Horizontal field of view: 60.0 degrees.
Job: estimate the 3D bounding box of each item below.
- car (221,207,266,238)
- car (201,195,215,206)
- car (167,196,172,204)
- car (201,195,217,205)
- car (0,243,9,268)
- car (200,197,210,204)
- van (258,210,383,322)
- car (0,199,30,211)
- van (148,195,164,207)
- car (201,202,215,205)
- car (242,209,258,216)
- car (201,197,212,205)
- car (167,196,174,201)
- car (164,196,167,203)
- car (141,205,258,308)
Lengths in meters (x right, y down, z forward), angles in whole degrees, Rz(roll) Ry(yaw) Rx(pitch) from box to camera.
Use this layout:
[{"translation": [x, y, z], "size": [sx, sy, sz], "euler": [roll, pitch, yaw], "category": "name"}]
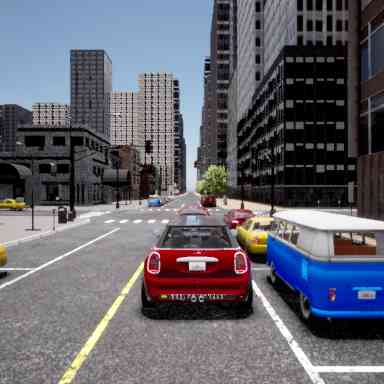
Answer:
[{"translation": [2.673, 1.587, 18.279], "size": [1.802, 1.307, 4.206], "euler": [0, 0, 0], "category": "car"}, {"translation": [2.641, 1.380, 56.191], "size": [2.192, 1.841, 5.009], "euler": [0, 0, 0], "category": "car"}, {"translation": [-5.748, 1.529, 67.231], "size": [1.967, 1.590, 4.097], "euler": [0, 0, 0], "category": "car"}, {"translation": [2.645, 1.369, 50.667], "size": [2.192, 1.841, 5.009], "euler": [0, 0, 0], "category": "car"}, {"translation": [-5.698, 1.525, 6.775], "size": [1.752, 1.417, 4.829], "euler": [0, 0, 0], "category": "car"}, {"translation": [2.633, 1.655, 67.239], "size": [1.947, 1.339, 4.313], "euler": [0, 0, 0], "category": "car"}, {"translation": [2.682, 1.341, 6.952], "size": [1.690, 1.788, 3.998], "euler": [0, 0, 0], "category": "van"}, {"translation": [-21.440, 1.469, 38.476], "size": [4.829, 1.417, 1.752], "euler": [0, 0, 0], "category": "car"}, {"translation": [-5.734, 1.395, 50.658], "size": [1.690, 1.788, 3.998], "euler": [0, 0, 0], "category": "van"}, {"translation": [0.086, 1.482, 17.299], "size": [1.882, 1.535, 5.008], "euler": [0, 0, 0], "category": "car"}, {"translation": [2.677, 1.527, 12.786], "size": [1.752, 1.417, 4.829], "euler": [0, 0, 0], "category": "car"}, {"translation": [2.637, 1.621, 61.715], "size": [1.887, 1.381, 4.507], "euler": [0, 0, 0], "category": "car"}, {"translation": [-5.765, 1.673, 89.155], "size": [1.752, 1.417, 4.829], "euler": [0, 0, 0], "category": "car"}, {"translation": [-5.739, 1.505, 56.181], "size": [1.967, 1.590, 4.097], "euler": [0, 0, 0], "category": "car"}, {"translation": [0.093, 1.352, 8.093], "size": [2.097, 1.767, 4.553], "euler": [0, 0, 0], "category": "car"}]
